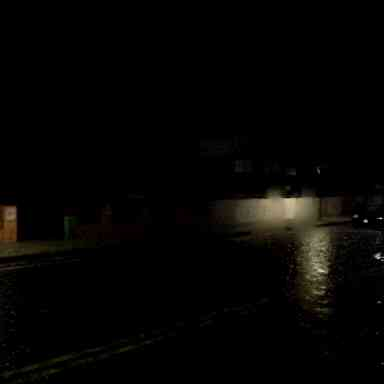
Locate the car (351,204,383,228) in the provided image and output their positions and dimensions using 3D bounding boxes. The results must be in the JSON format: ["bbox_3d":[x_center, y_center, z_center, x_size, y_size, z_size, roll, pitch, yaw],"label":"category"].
[{"bbox_3d":[11.319,1.434,19.747,4.181,1.385,1.994,0,0,-35],"label":"car"}]
